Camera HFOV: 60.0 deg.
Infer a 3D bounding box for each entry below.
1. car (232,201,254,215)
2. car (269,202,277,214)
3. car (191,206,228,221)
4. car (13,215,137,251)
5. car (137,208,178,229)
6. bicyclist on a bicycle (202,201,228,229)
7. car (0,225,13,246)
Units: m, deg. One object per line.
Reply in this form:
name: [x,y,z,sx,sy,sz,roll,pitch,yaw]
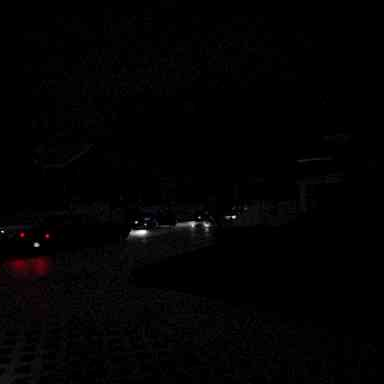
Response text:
car: [6.539,1.920,40.841,2.097,1.767,4.553,-3,-2,29]
car: [10.175,1.974,41.401,1.837,1.490,4.892,-3,-3,29]
car: [1.737,2.031,32.136,1.895,1.301,4.718,-3,-2,29]
car: [-4.609,1.640,13.970,1.895,1.301,4.718,-3,-2,26]
car: [-2.753,1.870,23.955,1.994,1.385,4.181,-3,-2,29]
bicyclist on a bicycle: [1.290,1.319,19.201,1.656,1.620,0.582,-3,-2,29]
car: [-7.259,1.789,15.865,1.895,1.301,4.718,-3,-2,31]
